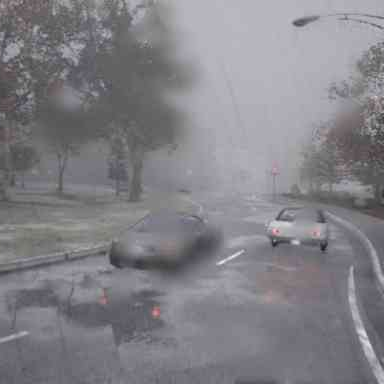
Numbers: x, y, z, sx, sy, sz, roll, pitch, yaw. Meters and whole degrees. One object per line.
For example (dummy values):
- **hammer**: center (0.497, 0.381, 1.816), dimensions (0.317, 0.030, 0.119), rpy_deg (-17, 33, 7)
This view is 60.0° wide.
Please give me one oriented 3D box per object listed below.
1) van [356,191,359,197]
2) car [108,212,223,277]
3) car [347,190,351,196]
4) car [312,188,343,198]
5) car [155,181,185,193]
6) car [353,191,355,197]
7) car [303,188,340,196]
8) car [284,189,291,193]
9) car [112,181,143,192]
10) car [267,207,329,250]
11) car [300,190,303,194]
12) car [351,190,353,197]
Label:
- **van**: center (38.613, 0.450, 83.537), dimensions (4.442, 1.987, 1.878), rpy_deg (2, 1, 32)
- **car**: center (-0.515, 1.261, 9.539), dimensions (1.994, 1.385, 4.181), rpy_deg (2, 2, 22)
- **car**: center (31.223, 0.324, 71.908), dimensions (4.553, 1.767, 2.185), rpy_deg (2, 0, 32)
- **car**: center (25.448, 0.208, 62.530), dimensions (4.892, 1.521, 2.231), rpy_deg (2, 0, 32)
- **car**: center (-2.827, -0.666, 42.679), dimensions (4.181, 1.385, 1.994), rpy_deg (4, 5, 43)
- **car**: center (34.151, 0.588, 76.578), dimensions (4.674, 1.452, 2.002), rpy_deg (2, 0, 32)
- **car**: center (22.536, 0.070, 57.856), dimensions (4.892, 1.521, 2.231), rpy_deg (2, 0, 32)
- **car**: center (21.490, 0.086, 72.829), dimensions (2.128, 1.511, 4.902), rpy_deg (2, 0, 32)
- **car**: center (-8.352, -0.720, 43.071), dimensions (4.181, 1.385, 1.994), rpy_deg (3, 5, 35)
- **car**: center (4.200, 1.204, 12.677), dimensions (1.895, 1.301, 4.718), rpy_deg (2, 3, 23)
- **car**: center (24.468, 0.212, 71.469), dimensions (1.812, 1.442, 4.674), rpy_deg (2, 0, 32)
- **car**: center (32.696, 0.540, 74.240), dimensions (4.674, 1.452, 2.002), rpy_deg (2, 0, 32)
